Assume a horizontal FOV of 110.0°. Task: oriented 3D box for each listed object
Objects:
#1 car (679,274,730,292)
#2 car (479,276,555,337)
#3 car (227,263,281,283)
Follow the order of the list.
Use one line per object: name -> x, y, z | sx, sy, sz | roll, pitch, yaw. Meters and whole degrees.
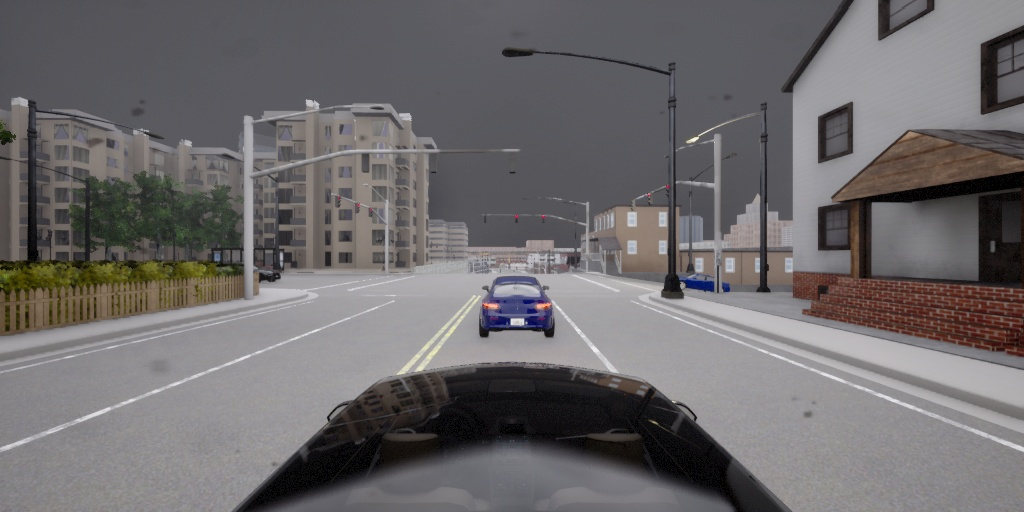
car -> 15.384, 2.209, 29.825 | 5.008, 1.535, 1.882 | 9, 0, 1
car -> 0.112, 1.276, 10.145 | 1.812, 1.442, 4.674 | 0, 0, 0
car -> -19.880, 1.255, 26.647 | 4.892, 1.490, 1.837 | 0, 0, 1
